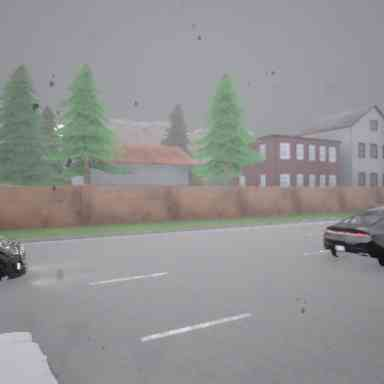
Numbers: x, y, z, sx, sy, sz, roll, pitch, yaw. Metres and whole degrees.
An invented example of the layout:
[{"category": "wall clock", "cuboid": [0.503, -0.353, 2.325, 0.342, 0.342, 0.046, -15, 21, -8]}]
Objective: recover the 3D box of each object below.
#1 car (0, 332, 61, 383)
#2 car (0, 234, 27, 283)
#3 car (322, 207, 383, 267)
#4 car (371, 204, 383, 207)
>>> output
[{"category": "car", "cuboid": [-3.094, 1.611, 1.580, 4.718, 1.301, 1.895, 0, 0, -29]}, {"category": "car", "cuboid": [-6.396, 1.359, 7.755, 4.553, 1.767, 2.097, 0, 0, -29]}, {"category": "car", "cuboid": [6.475, 1.427, 11.003, 4.902, 1.511, 2.128, 0, 0, -29]}, {"category": "car", "cuboid": [10.635, 1.401, 17.372, 4.892, 1.490, 1.837, 0, 0, -29]}]
